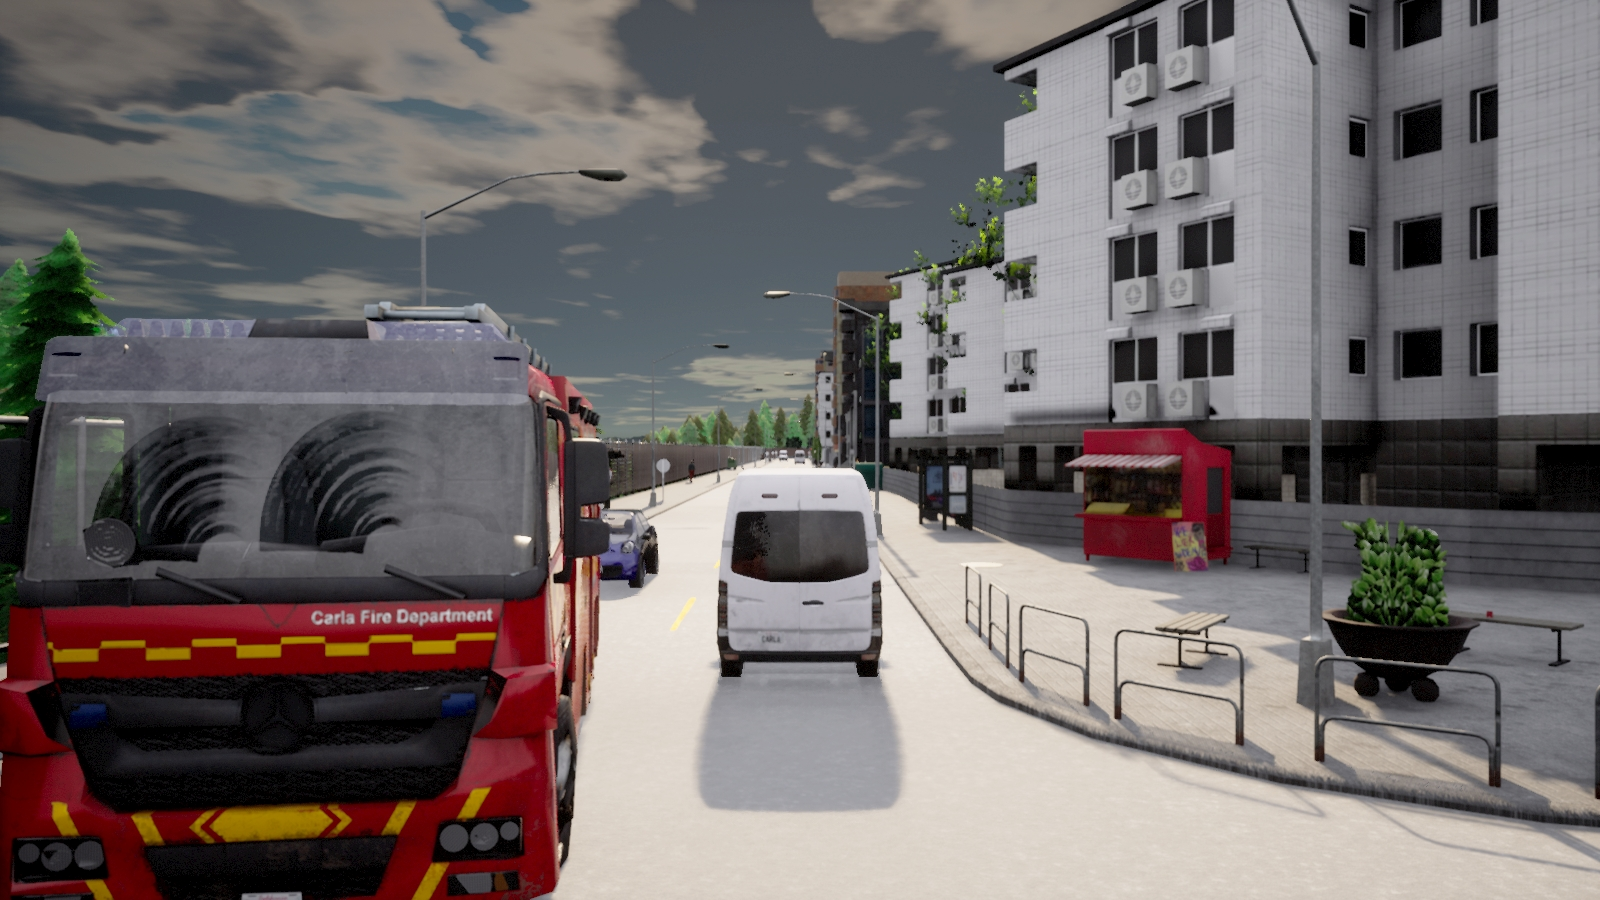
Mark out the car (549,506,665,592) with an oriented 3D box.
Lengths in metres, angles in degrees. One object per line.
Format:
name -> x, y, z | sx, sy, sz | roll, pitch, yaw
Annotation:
car -> -4.006, 2.026, 24.228 | 1.845, 1.501, 3.633 | 0, 0, 0

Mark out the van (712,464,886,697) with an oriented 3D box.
van -> -0.008, 1.527, 15.996 | 1.988, 2.561, 5.915 | 0, 0, 0

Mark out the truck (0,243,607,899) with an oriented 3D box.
truck -> -3.272, 0.885, 10.044 | 2.891, 3.827, 8.468 | 0, 0, -8
